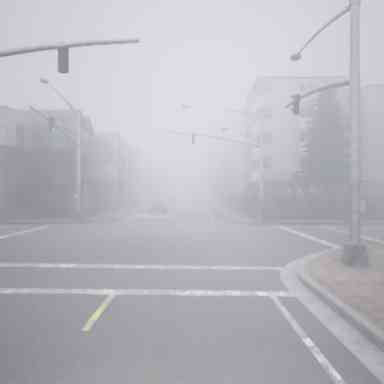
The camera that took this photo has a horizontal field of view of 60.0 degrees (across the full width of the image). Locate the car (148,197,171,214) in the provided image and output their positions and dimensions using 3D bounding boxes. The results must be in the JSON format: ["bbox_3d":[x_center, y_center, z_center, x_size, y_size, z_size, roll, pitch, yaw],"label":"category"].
[{"bbox_3d":[-3.588,1.562,35.860,1.837,1.490,4.892,0,0,0],"label":"car"}]

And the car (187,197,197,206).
[{"bbox_3d":[-0.008,1.640,57.622,2.033,1.411,5.357,0,0,0],"label":"car"}]

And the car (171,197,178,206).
[{"bbox_3d":[-3.514,1.598,56.643,1.837,1.490,4.892,0,-1,0],"label":"car"}]
